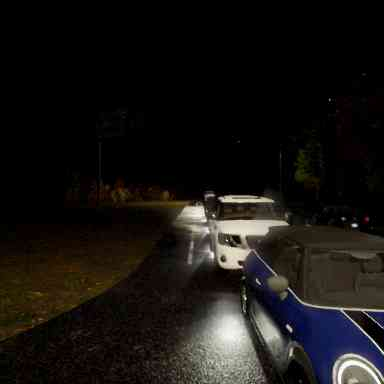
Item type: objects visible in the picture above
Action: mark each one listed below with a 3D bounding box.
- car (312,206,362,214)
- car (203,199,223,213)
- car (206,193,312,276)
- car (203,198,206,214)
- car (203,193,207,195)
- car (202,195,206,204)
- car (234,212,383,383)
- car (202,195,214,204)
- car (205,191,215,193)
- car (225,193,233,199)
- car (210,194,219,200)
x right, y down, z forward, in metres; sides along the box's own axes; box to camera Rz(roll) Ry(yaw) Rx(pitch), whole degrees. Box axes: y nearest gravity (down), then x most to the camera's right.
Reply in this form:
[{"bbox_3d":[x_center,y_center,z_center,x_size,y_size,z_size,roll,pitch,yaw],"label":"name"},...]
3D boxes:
[{"bbox_3d":[8.850,1.492,20.213,1.895,1.301,4.718,0,0,1],"label":"car"},{"bbox_3d":[2.176,1.415,35.445,1.895,1.301,4.718,0,0,1],"label":"car"},{"bbox_3d":[1.699,1.160,10.514,2.150,2.045,5.566,0,0,1],"label":"car"},{"bbox_3d":[1.934,1.380,23.102,1.837,1.490,4.892,0,0,1],"label":"car"},{"bbox_3d":[2.311,1.274,41.715,2.128,1.511,4.902,0,0,1],"label":"car"},{"bbox_3d":[2.055,1.322,29.357,1.882,1.535,5.008,0,0,1],"label":"car"},{"bbox_3d":[1.937,1.338,4.168,2.097,1.767,4.553,0,0,0],"label":"car"},{"bbox_3d":[2.749,1.271,56.358,1.994,1.385,4.181,0,0,3],"label":"car"},{"bbox_3d":[3.516,0.864,67.260,2.150,2.045,5.566,0,1,8],"label":"car"},{"bbox_3d":[10.288,1.029,92.541,1.812,1.442,4.674,0,0,1],"label":"car"},{"bbox_3d":[5.693,1.158,82.265,1.895,1.301,4.718,0,0,8],"label":"car"}]
